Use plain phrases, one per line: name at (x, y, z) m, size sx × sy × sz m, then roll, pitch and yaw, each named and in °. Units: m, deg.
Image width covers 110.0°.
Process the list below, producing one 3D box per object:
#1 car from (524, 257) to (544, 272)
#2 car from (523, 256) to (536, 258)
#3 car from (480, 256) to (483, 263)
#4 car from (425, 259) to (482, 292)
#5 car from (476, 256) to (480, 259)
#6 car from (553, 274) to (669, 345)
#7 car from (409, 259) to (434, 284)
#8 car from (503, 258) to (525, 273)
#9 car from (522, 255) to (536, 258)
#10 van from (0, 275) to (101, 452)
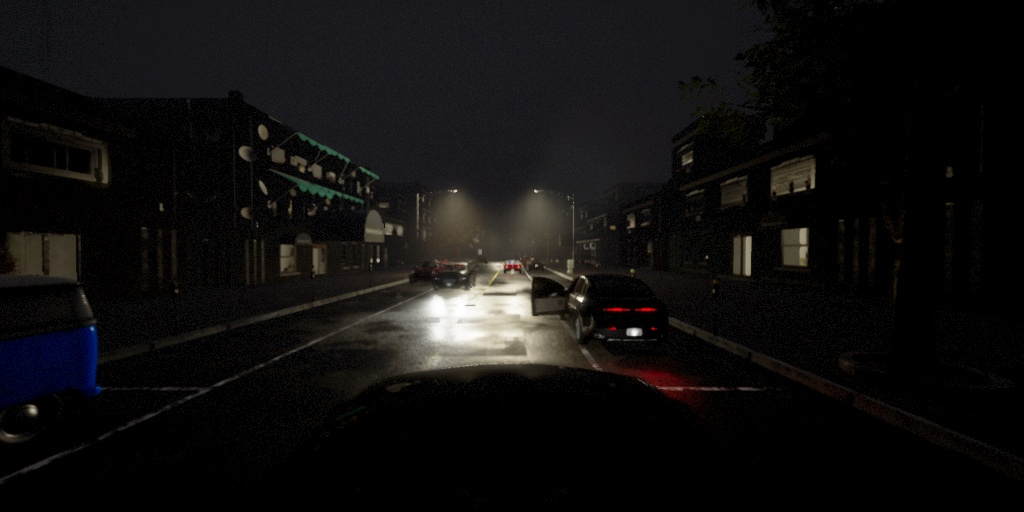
car at (2.701, 1.072, 41.346) m, size 1.948 × 1.339 × 4.313 m, roll 0°, pitch 0°, yaw 0°
car at (2.703, 0.997, 47.063) m, size 1.751 × 1.417 × 4.829 m, roll 0°, pitch 0°, yaw 0°
car at (-5.678, 1.020, 52.442) m, size 1.802 × 1.307 × 4.207 m, roll 0°, pitch 0°, yaw 0°
car at (-3.096, 1.129, 20.051) m, size 2.128 × 1.511 × 4.902 m, roll 0°, pitch 0°, yaw 0°
car at (-5.679, 1.023, 46.893) m, size 2.007 × 1.370 × 4.403 m, roll 0°, pitch 0°, yaw 0°
car at (2.356, 1.208, 9.331) m, size 1.837 × 1.490 × 4.892 m, roll 0°, pitch 0°, yaw 0°
car at (-5.683, 1.049, 24.701) m, size 1.967 × 1.591 × 4.097 m, roll 0°, pitch 0°, yaw 0°
car at (0.081, 1.127, 38.132) m, size 1.895 × 1.301 × 4.718 m, roll 0°, pitch 0°, yaw 0°
car at (2.703, 0.752, 52.443) m, size 2.192 × 1.841 × 5.009 m, roll 0°, pitch 0°, yaw 0°
van at (-5.687, 1.086, 2.507) m, size 1.690 × 1.789 × 3.998 m, roll 0°, pitch 0°, yaw 0°
